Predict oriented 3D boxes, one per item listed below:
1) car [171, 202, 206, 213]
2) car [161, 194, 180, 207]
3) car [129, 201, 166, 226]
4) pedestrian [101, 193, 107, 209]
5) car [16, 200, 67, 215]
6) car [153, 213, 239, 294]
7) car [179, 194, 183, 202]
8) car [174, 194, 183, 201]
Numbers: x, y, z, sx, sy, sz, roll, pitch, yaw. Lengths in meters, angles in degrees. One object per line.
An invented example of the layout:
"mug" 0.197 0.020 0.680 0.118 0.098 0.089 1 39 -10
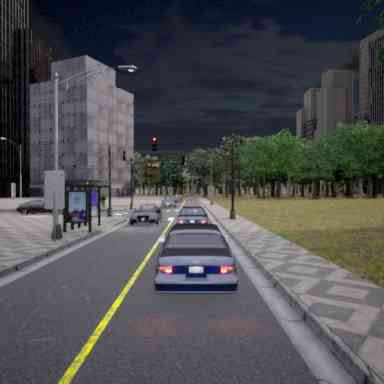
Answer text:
"car" 0.049 1.535 19.253 2.033 1.411 5.357 0 0 1
"car" -3.166 1.438 46.094 2.128 1.511 4.902 0 0 0
"car" -3.135 1.547 23.319 1.994 1.385 4.181 0 0 0
"pedestrian" -10.141 1.046 38.105 0.375 1.860 0.375 0 0 1
"car" -14.397 1.473 31.991 4.674 1.442 1.812 0 1 2
"car" 0.080 1.544 8.918 2.033 1.411 5.357 0 0 0
"car" -3.162 1.424 63.368 1.837 1.490 4.892 0 0 0
"car" -3.182 1.299 78.620 1.882 1.535 5.008 0 0 0
